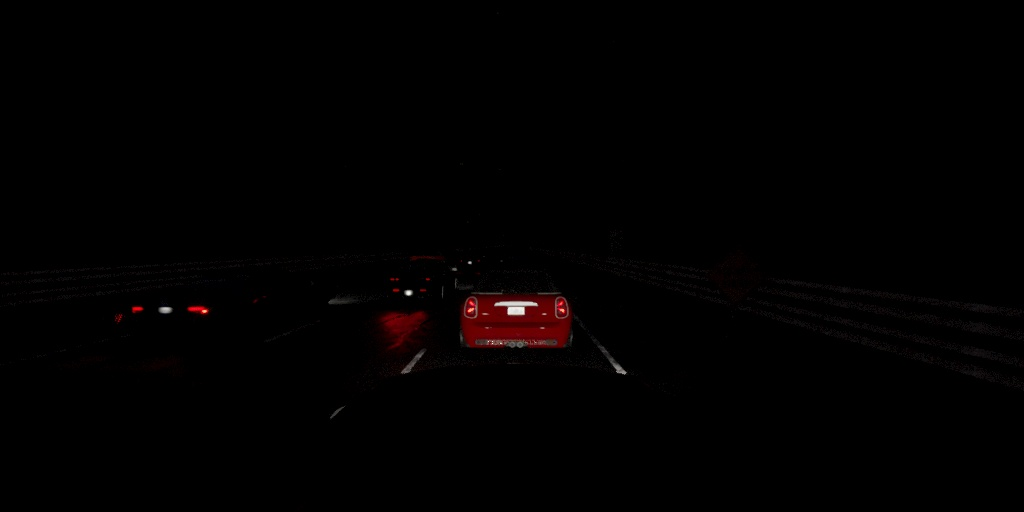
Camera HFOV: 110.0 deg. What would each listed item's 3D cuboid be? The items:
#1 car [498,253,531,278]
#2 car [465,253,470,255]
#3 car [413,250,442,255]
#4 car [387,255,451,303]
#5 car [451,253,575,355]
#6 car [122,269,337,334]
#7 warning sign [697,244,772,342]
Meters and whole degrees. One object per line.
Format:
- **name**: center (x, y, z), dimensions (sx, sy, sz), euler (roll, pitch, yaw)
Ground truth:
- **car**: center (0.204, 0.585, 24.616), dimensions (2.033, 1.411, 5.357), euler (0, 2, 1)
- **car**: center (-3.246, 0.441, 29.751), dimensions (1.994, 1.385, 4.181), euler (0, 2, 0)
- **car**: center (-6.754, 0.256, 28.913), dimensions (2.097, 1.767, 4.553), euler (0, 2, 1)
- **car**: center (-3.341, 0.869, 14.081), dimensions (1.837, 1.490, 4.892), euler (0, 2, 1)
- **car**: center (0.095, 0.897, 8.272), dimensions (2.097, 1.767, 4.553), euler (0, 2, 1)
- **car**: center (-6.886, 1.050, 9.663), dimensions (2.033, 1.411, 5.357), euler (0, 2, 1)
- **warning sign**: center (4.582, 0.686, 7.470), dimensions (1.300, 1.860, 1.060), euler (0, 0, 0)
